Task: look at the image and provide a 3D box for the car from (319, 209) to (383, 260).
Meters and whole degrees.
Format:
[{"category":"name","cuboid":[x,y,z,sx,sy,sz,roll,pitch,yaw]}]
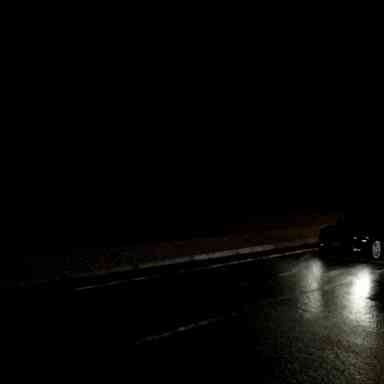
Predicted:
[{"category":"car","cuboid":[6.802,1.452,12.523,5.008,1.535,1.882,0,0,-35]}]
